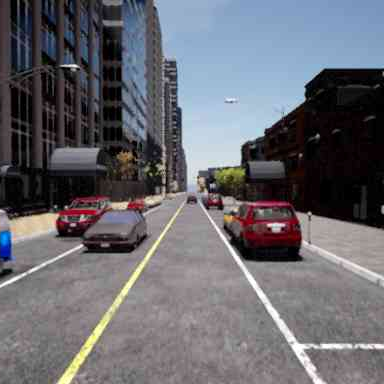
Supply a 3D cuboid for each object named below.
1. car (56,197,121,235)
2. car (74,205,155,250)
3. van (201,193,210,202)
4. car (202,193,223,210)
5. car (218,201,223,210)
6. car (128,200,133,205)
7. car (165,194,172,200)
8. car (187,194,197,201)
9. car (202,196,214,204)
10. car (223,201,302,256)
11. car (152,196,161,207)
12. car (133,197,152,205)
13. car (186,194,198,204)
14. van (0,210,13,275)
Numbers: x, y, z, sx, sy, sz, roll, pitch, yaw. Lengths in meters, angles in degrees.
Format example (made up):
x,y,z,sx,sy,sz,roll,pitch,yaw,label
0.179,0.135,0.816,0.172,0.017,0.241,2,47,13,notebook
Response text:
x,y,z,sx,sy,sz,roll,pitch,yaw,label
-5.708,1.247,18.465,2.192,1.841,5.009,-1,0,0,car
-3.051,1.494,14.418,2.033,1.411,5.357,0,0,0,car
2.662,1.091,68.267,1.690,1.788,3.998,-1,0,0,van
2.667,1.166,40.595,2.192,1.841,5.009,-1,0,0,car
2.675,1.457,18.628,1.752,1.417,4.829,-1,0,0,car
-5.707,1.437,23.831,1.752,1.417,4.829,-1,0,0,car
-5.719,1.149,79.349,1.967,1.590,4.097,-1,0,0,car
-0.014,1.170,68.734,2.033,1.411,5.357,0,0,0,car
2.668,1.372,57.199,1.802,1.307,4.206,-1,0,0,car
2.673,1.268,12.922,2.192,1.841,5.009,-1,0,0,car
-5.711,1.356,45.970,1.752,1.417,4.829,-1,0,0,car
-5.709,1.416,35.070,1.887,1.381,4.507,-1,0,0,car
-0.012,1.290,58.449,1.837,1.490,4.892,0,0,0,car
-5.706,1.314,7.396,1.690,1.788,3.998,-1,0,0,van
